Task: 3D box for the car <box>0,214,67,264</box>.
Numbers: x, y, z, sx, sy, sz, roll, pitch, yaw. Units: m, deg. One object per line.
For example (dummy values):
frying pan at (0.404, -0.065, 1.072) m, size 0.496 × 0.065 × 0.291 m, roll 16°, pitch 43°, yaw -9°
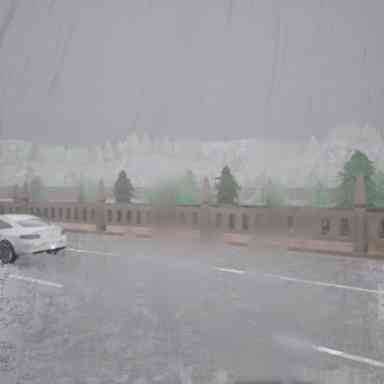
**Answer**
car at (-6.475, 1.511, 11.734) m, size 4.674 × 1.442 × 1.812 m, roll 0°, pitch 0°, yaw 29°
